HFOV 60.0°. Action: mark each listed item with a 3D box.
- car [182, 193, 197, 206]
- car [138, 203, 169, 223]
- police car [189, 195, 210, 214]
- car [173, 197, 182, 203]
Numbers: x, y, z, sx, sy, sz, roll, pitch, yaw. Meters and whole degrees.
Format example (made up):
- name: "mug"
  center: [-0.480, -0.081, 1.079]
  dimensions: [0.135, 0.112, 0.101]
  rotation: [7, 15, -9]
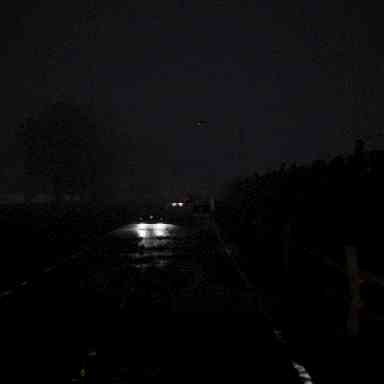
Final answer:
- name: "car"
  center: [-0.030, 1.245, 54.195]
  dimensions: [2.150, 2.045, 5.566]
  rotation: [0, 0, 0]
- name: "car"
  center: [-2.863, 1.571, 25.420]
  dimensions: [1.994, 1.385, 4.181]
  rotation: [0, 0, 0]
- name: "police car"
  center: [0.941, 1.438, 36.095]
  dimensions: [1.930, 1.638, 5.238]
  rotation: [0, 0, 0]
- name: "car"
  center: [-2.796, 1.610, 66.802]
  dimensions: [1.994, 1.385, 4.181]
  rotation: [0, 0, 0]
